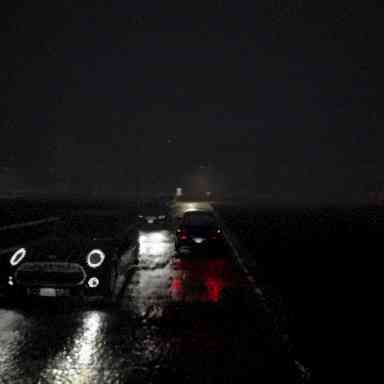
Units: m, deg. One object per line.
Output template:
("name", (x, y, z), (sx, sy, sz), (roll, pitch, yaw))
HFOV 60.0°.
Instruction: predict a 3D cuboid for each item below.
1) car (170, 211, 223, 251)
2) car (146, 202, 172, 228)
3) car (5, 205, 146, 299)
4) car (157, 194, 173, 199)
("car", (0.296, 1.529, 14.073), (1.812, 1.442, 4.674), (1, 0, 1))
("car", (-2.354, 1.454, 21.828), (2.128, 1.511, 4.902), (1, 0, 2))
("car", (-2.680, 1.312, 8.571), (2.097, 1.767, 4.553), (1, 0, 1))
("car", (-7.317, 1.197, 93.183), (5.008, 1.535, 1.882), (1, 1, 7))
